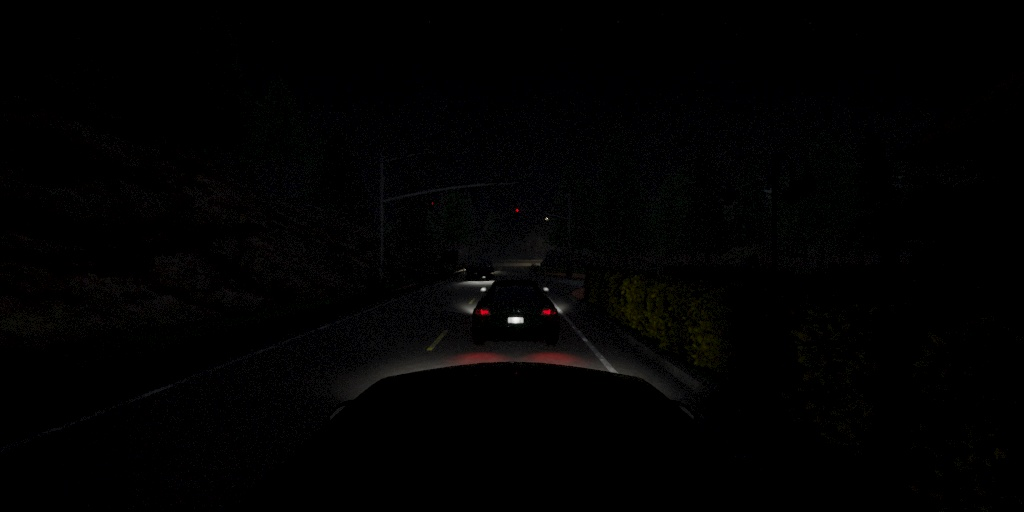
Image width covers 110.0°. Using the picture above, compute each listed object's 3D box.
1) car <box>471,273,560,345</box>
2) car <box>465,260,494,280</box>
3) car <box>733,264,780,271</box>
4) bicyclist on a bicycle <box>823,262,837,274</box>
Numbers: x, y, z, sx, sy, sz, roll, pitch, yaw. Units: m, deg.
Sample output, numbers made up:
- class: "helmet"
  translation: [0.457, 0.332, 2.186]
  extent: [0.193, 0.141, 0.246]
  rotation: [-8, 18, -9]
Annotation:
- class: "car"
  translation: [0.075, 1.313, 9.511]
  extent: [1.994, 1.385, 4.181]
  rotation: [0, 0, 0]
- class: "car"
  translation: [-2.919, 1.294, 30.919]
  extent: [2.033, 1.411, 5.357]
  rotation: [0, 0, -15]
- class: "car"
  translation: [19.462, 1.400, 29.584]
  extent: [4.902, 1.511, 2.128]
  rotation: [0, 0, 0]
- class: "bicyclist on a bicycle"
  translation: [19.815, 1.211, 22.127]
  extent: [0.582, 1.620, 1.656]
  rotation: [0, 0, 0]
